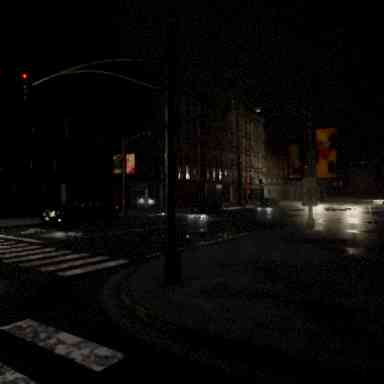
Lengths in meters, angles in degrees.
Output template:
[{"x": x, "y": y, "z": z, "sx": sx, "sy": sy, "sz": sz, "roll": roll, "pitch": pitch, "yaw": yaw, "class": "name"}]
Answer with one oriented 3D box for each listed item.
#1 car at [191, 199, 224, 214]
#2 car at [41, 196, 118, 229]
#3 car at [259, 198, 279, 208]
[{"x": 1.759, "y": 1.614, "z": 36.905, "sx": 1.837, "sy": 1.490, "sz": 4.892, "roll": 0, "pitch": 0, "yaw": 35, "class": "car"}, {"x": -7.689, "y": 1.341, "z": 23.385, "sx": 2.150, "sy": 2.045, "sz": 5.566, "roll": 0, "pitch": 0, "yaw": 33, "class": "car"}, {"x": 11.964, "y": 1.637, "z": 51.408, "sx": 1.837, "sy": 1.490, "sz": 4.892, "roll": 0, "pitch": 0, "yaw": 35, "class": "car"}]
